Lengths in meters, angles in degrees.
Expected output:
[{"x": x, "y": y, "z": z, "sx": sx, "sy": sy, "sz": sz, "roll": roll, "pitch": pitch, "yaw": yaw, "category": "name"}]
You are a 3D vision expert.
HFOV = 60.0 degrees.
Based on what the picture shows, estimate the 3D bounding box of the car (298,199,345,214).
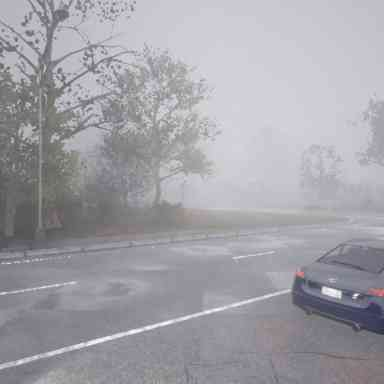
[{"x": 13.678, "y": 1.493, "z": 35.512, "sx": 2.128, "sy": 1.511, "sz": 4.902, "roll": 0, "pitch": 0, "yaw": -39, "category": "car"}]

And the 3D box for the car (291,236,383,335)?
[{"x": 3.857, "y": 1.564, "z": 6.445, "sx": 4.181, "sy": 1.385, "sz": 1.994, "roll": 0, "pitch": 0, "yaw": -35, "category": "car"}]

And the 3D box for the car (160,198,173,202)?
[{"x": -5.007, "y": 1.665, "z": 54.434, "sx": 4.674, "sy": 1.442, "sz": 1.812, "roll": -1, "pitch": 0, "yaw": 40, "category": "car"}]
